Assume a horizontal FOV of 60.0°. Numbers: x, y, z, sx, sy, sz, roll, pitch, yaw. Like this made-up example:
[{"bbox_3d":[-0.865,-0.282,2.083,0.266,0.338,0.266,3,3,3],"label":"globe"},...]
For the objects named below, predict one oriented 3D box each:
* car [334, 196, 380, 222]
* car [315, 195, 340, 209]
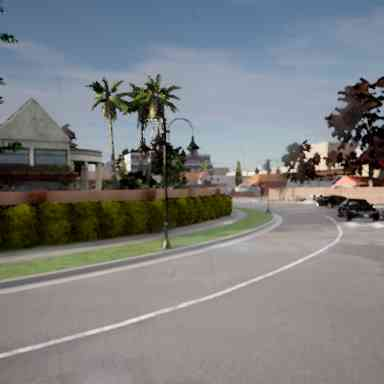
[{"bbox_3d":[11.450,1.206,23.128,1.812,1.442,4.674,-1,0,13],"label":"car"},{"bbox_3d":[15.800,1.092,37.874,1.837,1.490,4.892,-1,-1,-7],"label":"car"}]
